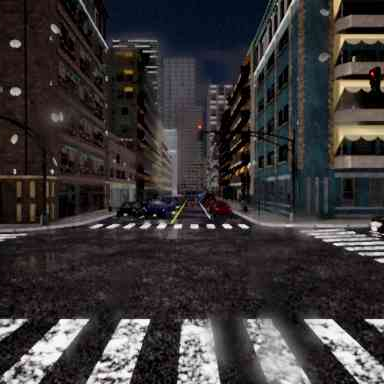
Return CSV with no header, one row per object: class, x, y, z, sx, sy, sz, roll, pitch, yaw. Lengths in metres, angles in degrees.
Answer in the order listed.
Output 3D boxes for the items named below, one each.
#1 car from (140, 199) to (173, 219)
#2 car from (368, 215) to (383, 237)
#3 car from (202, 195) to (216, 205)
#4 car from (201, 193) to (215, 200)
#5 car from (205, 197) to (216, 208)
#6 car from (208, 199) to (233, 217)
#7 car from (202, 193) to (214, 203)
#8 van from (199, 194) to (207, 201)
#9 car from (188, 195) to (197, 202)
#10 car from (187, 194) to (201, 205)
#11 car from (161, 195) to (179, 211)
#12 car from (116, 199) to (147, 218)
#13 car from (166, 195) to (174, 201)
car,-3.054,1.597,29.541,1.895,1.301,4.718,0,0,0
car,10.414,1.304,14.694,4.902,1.511,2.128,-1,0,-4
car,2.756,1.544,46.949,1.887,1.381,4.507,0,0,0
car,3.201,1.233,60.976,2.150,2.045,5.566,0,0,0
car,2.739,1.563,35.902,1.947,1.339,4.313,0,0,0
car,2.731,1.578,30.379,1.802,1.307,4.206,0,0,0
car,3.212,1.229,67.976,2.150,2.045,5.566,0,0,0
van,2.814,1.361,85.614,1.690,1.788,3.998,-1,0,0
car,0.108,1.366,69.844,1.812,1.442,4.674,0,0,0
car,0.093,1.496,60.671,2.128,1.511,4.902,0,0,0
car,-3.033,1.349,40.821,2.097,1.767,4.553,0,0,0
car,-5.651,1.562,30.403,1.947,1.339,4.313,0,0,0
car,-5.566,1.545,85.469,1.752,1.417,4.829,0,0,0
